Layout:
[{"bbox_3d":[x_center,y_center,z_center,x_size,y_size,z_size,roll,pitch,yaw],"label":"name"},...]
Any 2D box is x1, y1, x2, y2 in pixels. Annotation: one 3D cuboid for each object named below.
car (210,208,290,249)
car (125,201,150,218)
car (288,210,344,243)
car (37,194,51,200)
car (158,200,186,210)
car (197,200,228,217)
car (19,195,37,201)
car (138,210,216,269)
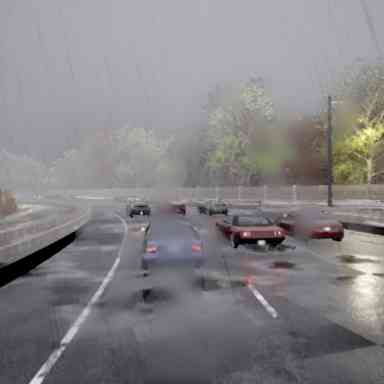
[{"bbox_3d":[2.321,1.618,14.738,1.895,1.301,4.718,0,0,-8],"label":"car"},{"bbox_3d":[-5.075,1.570,31.128,1.837,1.490,4.892,0,0,-17],"label":"car"},{"bbox_3d":[5.562,1.574,16.416,1.994,1.385,4.181,0,0,-9],"label":"car"},{"bbox_3d":[-39.288,1.721,85.901,4.718,1.301,1.895,0,0,37],"label":"car"},{"bbox_3d":[-2.076,1.534,33.164,1.882,1.535,5.008,0,0,-18],"label":"car"},{"bbox_3d":[1.909,1.536,32.150,2.128,1.511,4.902,0,0,-16],"label":"car"},{"bbox_3d":[-41.414,1.629,83.122,4.892,1.490,1.837,0,0,37],"label":"car"},{"bbox_3d":[-0.742,1.568,11.246,2.033,1.411,5.357,0,0,-6],"label":"car"}]
